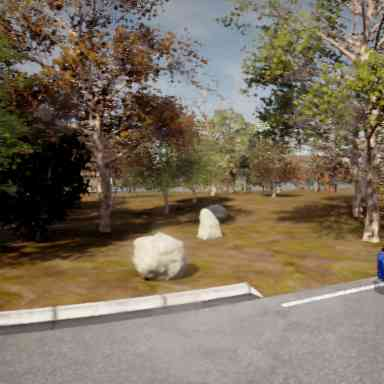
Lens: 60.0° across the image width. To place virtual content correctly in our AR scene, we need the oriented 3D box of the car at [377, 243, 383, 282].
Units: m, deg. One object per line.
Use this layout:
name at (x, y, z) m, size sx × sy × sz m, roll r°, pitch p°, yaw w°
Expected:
car at (6.521, 1.146, 7.105) m, size 5.566 × 2.045 × 2.150 m, roll 0°, pitch 0°, yaw -26°
